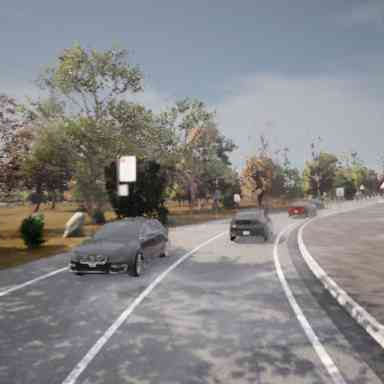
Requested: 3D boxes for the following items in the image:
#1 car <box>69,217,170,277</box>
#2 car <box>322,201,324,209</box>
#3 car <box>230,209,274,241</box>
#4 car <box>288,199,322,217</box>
[{"bbox_3d":[-2.059,1.629,10.768,1.837,1.490,4.892,-1,-1,11],"label":"car"},{"bbox_3d":[16.830,1.752,46.460,1.837,1.490,4.892,-5,-1,41],"label":"car"},{"bbox_3d":[3.225,1.667,17.707,1.837,1.490,4.892,-2,-1,17],"label":"car"},{"bbox_3d":[11.365,1.717,34.001,1.882,1.535,5.008,-4,-2,34],"label":"car"}]
